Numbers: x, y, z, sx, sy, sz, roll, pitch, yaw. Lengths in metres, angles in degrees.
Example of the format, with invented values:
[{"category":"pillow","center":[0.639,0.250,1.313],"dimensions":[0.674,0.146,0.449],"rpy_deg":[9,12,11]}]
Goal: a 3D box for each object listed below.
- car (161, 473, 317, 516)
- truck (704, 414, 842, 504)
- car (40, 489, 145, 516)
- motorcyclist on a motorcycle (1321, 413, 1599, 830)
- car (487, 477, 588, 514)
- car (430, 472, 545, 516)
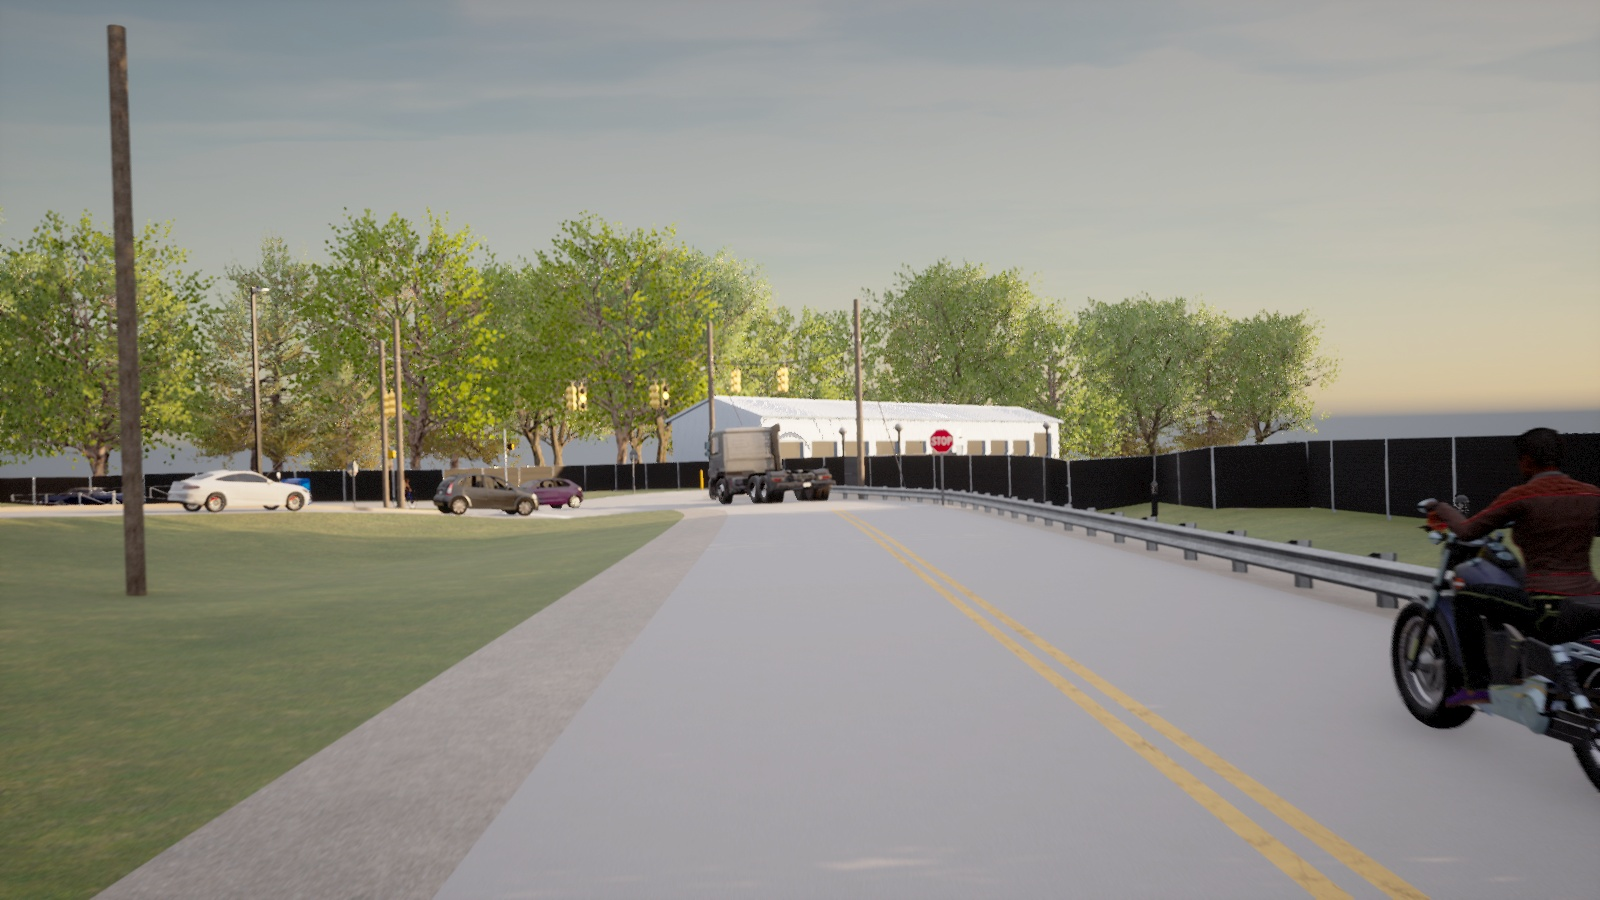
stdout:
[{"category":"car","center":[-19.526,1.520,43.902],"dimensions":[1.812,1.442,4.674],"rpy_deg":[-1,-1,39]},{"category":"truck","center":[-1.329,0.502,53.992],"dimensions":[2.891,3.462,7.936],"rpy_deg":[-3,-1,-24]},{"category":"car","center":[-39.455,2.937,70.144],"dimensions":[4.718,1.301,1.895],"rpy_deg":[-1,1,-4]},{"category":"motorcyclist on a motorcycle","center":[3.457,0.680,6.156],"dimensions":[0.766,1.649,2.350],"rpy_deg":[-2,-1,0]},{"category":"car","center":[-12.110,2.097,58.119],"dimensions":[4.193,1.474,1.816],"rpy_deg":[-1,-3,-45]},{"category":"car","center":[-12.399,1.764,49.863],"dimensions":[3.988,1.617,1.851],"rpy_deg":[3,-2,-33]}]
